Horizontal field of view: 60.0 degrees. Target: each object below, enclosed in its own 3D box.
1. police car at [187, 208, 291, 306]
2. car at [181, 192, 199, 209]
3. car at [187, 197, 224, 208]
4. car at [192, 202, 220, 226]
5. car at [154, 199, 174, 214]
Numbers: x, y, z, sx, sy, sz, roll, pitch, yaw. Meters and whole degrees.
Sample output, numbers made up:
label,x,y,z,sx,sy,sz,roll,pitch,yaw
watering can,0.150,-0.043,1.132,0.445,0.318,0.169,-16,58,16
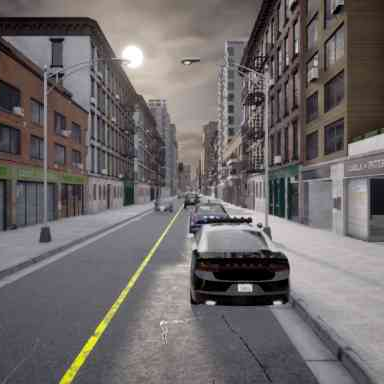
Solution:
label,x,y,z,sx,sy,sz,roll,pitch,yaw
police car,0.905,1.424,8.233,1.930,1.638,5.238,0,0,0
car,0.034,1.196,45.215,2.150,2.045,5.566,0,0,0
car,0.911,1.348,18.094,2.097,1.767,4.553,0,0,0
car,0.916,1.520,24.123,1.812,1.442,4.674,0,0,0
car,-2.977,1.477,35.765,2.128,1.511,4.902,0,0,0
